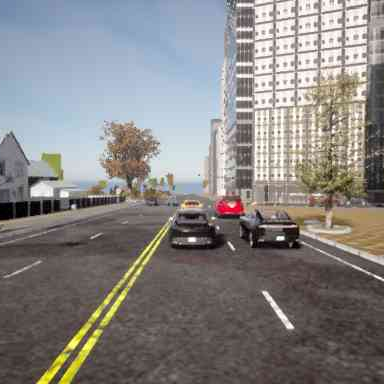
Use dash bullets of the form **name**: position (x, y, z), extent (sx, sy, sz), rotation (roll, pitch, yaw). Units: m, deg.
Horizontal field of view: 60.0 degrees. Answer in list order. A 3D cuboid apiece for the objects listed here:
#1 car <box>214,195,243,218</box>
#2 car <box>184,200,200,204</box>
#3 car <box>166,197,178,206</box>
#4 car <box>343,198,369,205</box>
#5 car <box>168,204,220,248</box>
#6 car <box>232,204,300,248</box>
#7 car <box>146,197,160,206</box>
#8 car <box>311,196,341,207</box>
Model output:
- **car**: position (3.250, 1.253, 29.690), extent (2.150, 2.045, 5.566), rotation (0, 0, 0)
- **car**: position (0.000, 1.480, 29.662), extent (1.882, 1.535, 5.008), rotation (0, 0, 0)
- **car**: position (-3.249, 1.616, 55.612), extent (2.033, 1.411, 5.357), rotation (0, 0, 0)
- **car**: position (31.048, 1.744, 63.145), extent (4.403, 1.369, 2.008), rotation (0, 2, 20)
- **car**: position (0.000, 1.510, 14.655), extent (1.837, 1.490, 4.892), rotation (0, 0, 0)
- **car**: position (3.250, 1.489, 14.655), extent (2.128, 1.511, 4.902), rotation (0, 0, 0)
- **car**: position (-6.499, 1.526, 55.612), extent (1.882, 1.535, 5.008), rotation (0, 0, 0)
- **car**: position (23.014, 1.664, 57.691), extent (5.009, 1.841, 2.192), rotation (0, 2, 20)
